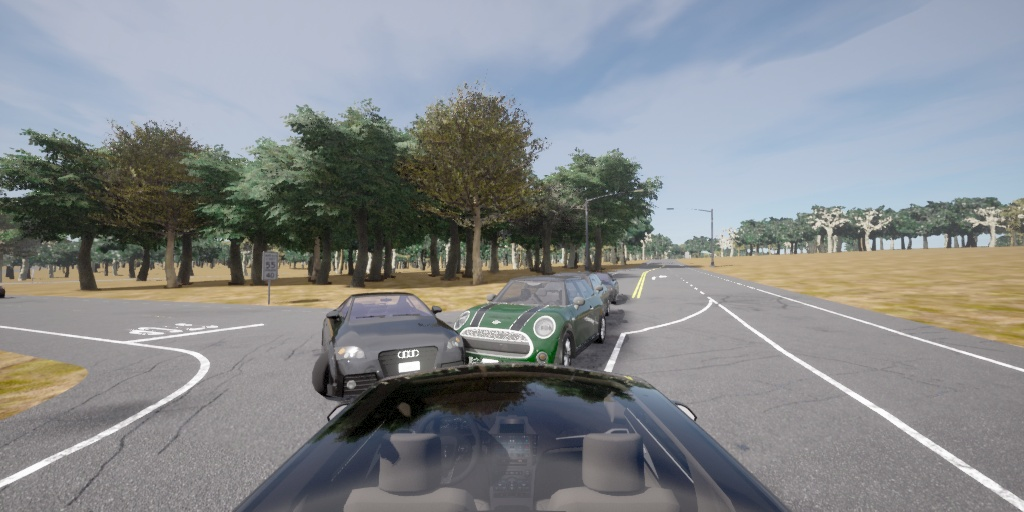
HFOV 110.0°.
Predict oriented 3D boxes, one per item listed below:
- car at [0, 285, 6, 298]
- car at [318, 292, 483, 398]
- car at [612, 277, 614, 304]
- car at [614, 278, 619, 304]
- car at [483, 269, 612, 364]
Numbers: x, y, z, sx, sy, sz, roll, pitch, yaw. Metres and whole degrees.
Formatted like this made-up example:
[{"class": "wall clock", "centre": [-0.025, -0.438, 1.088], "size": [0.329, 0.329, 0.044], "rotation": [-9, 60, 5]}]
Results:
[{"class": "car", "centre": [-40.858, 2.562, 27.364], "size": [4.181, 1.385, 1.994], "rotation": [-2, -3, 22]}, {"class": "car", "centre": [-2.353, 1.376, 6.599], "size": [1.994, 1.385, 4.181], "rotation": [1, -2, -29]}, {"class": "car", "centre": [2.026, 1.344, 12.117], "size": [2.097, 1.767, 4.553], "rotation": [-1, -1, 21]}, {"class": "car", "centre": [4.220, 1.509, 17.843], "size": [1.994, 1.385, 4.181], "rotation": [-1, 0, 19]}, {"class": "car", "centre": [0.619, 1.218, 7.804], "size": [2.097, 1.767, 4.553], "rotation": [-1, -2, 26]}]
